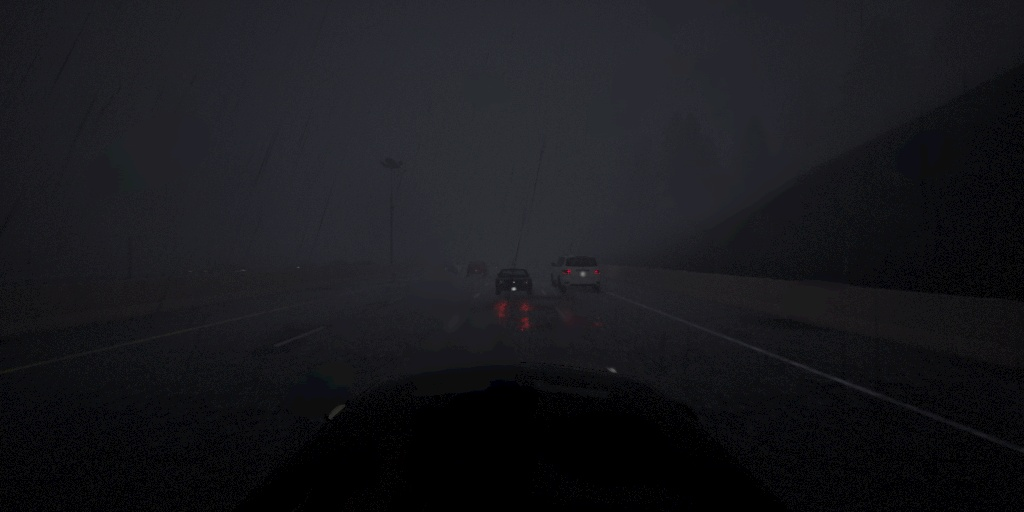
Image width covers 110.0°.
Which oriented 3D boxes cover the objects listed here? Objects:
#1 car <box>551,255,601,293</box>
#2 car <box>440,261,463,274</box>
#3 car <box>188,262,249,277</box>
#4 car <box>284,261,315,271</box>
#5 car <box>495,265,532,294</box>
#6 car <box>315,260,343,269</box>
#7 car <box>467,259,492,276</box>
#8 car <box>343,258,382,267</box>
[{"bbox_3d":[3.595,0.970,20.842,2.150,2.045,5.566,0,0,0],"label":"car"},{"bbox_3d":[-6.905,1.274,40.705,1.812,1.442,4.674,0,0,0],"label":"car"},{"bbox_3d":[-28.080,1.296,34.597,2.033,1.411,5.357,0,0,0],"label":"car"},{"bbox_3d":[-24.573,1.273,42.035,1.812,1.442,4.674,0,0,0],"label":"car"},{"bbox_3d":[0.093,1.350,20.120,1.895,1.301,4.718,0,0,0],"label":"car"},{"bbox_3d":[-21.059,1.252,42.999,1.837,1.490,4.892,0,0,0],"label":"car"},{"bbox_3d":[-3.408,1.226,36.418,1.882,1.535,5.008,0,0,0],"label":"car"},{"bbox_3d":[-17.565,1.225,42.339,1.882,1.535,5.008,0,0,0],"label":"car"}]
